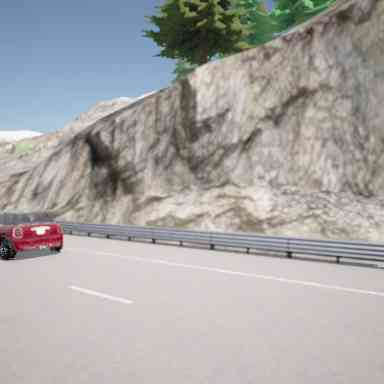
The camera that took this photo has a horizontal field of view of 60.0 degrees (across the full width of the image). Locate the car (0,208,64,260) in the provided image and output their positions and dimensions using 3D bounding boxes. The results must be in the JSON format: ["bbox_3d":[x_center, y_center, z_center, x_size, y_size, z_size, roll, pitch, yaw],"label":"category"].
[{"bbox_3d":[-7.224,1.498,13.359,4.553,1.767,2.097,-1,-1,36],"label":"car"}]
